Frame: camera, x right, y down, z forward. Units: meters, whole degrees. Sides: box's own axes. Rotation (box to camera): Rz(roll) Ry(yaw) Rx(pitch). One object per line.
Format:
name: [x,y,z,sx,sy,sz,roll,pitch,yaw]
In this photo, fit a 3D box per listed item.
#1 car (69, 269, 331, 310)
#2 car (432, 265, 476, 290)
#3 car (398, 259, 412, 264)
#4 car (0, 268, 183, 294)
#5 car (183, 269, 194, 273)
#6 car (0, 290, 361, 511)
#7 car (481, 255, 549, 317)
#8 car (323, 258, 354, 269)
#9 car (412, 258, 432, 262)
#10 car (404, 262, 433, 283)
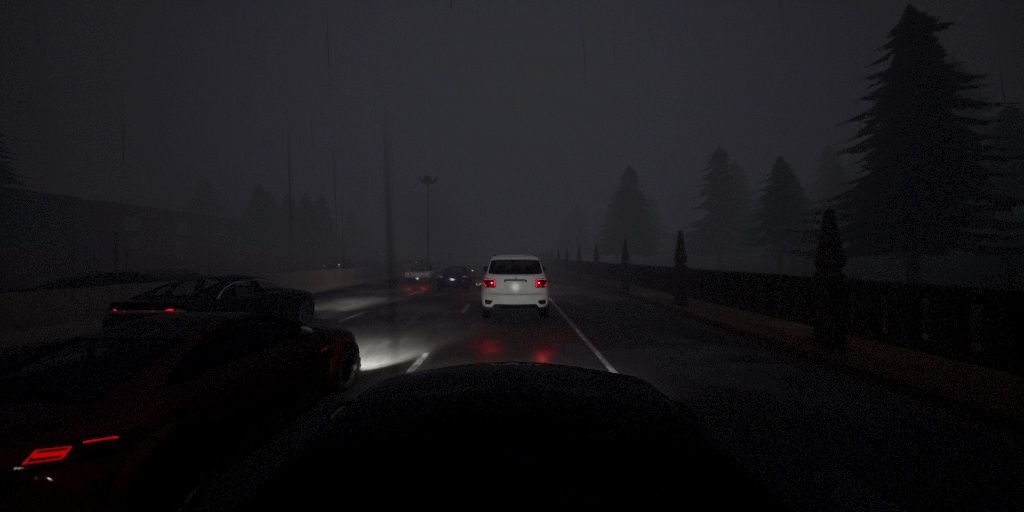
car: [-6.897,1.242,8.933,2.128,1.511,4.902,0,0,0]
car: [-3.396,1.314,22.443,1.994,1.385,4.181,0,0,0]
car: [-18.202,1.298,61.769,2.033,1.411,5.357,0,0,-1]
car: [-14.097,1.256,11.811,1.837,1.490,4.892,0,0,0]
car: [-17.597,1.298,17.793,2.033,1.411,5.357,0,0,0]
car: [-3.399,1.314,4.057,1.994,1.385,4.181,0,0,0]
car: [0.102,0.972,13.275,2.150,2.045,5.566,0,0,0]
car: [-21.275,1.103,44.134,2.097,1.767,4.553,0,0,-1]
car: [-14.674,1.103,59.758,2.097,1.767,4.553,0,0,-1]
car: [-6.896,1.351,28.391,1.895,1.301,4.718,0,0,0]
